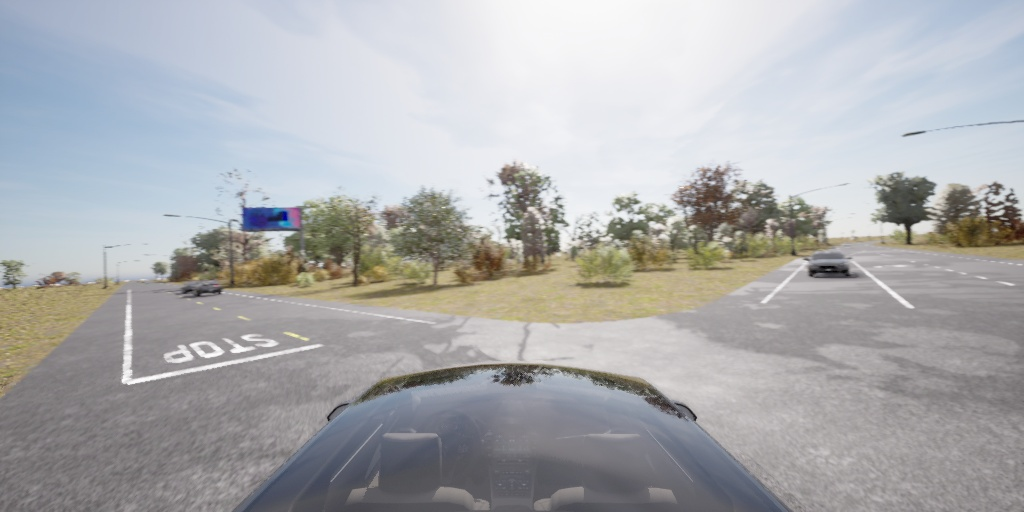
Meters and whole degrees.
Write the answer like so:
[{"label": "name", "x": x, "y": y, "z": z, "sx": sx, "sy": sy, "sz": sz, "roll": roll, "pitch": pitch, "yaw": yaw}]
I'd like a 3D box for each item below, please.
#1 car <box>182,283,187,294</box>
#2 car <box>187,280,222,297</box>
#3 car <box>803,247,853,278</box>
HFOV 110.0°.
[{"label": "car", "x": -37.565, "y": 3.666, "z": 42.410, "sx": 4.181, "sy": 1.385, "sz": 1.994, "roll": -3, "pitch": -1, "yaw": 43}, {"label": "car", "x": -30.071, "y": 3.137, "z": 35.381, "sx": 4.902, "sy": 1.511, "sz": 2.128, "roll": -3, "pitch": -1, "yaw": 43}, {"label": "car", "x": 19.021, "y": 0.443, "z": 21.596, "sx": 1.837, "sy": 1.490, "sz": 4.892, "roll": -4, "pitch": -1, "yaw": 41}]
